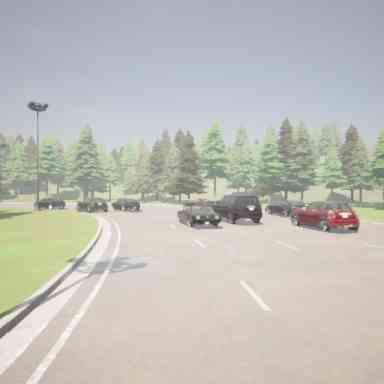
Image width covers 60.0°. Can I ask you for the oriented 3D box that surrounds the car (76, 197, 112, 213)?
[{"bbox_3d":[-11.310,1.352,37.463,2.097,1.767,4.553,0,0,-41],"label":"car"}]

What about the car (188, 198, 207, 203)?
[{"bbox_3d":[0.766,1.491,39.338,2.128,1.511,4.902,0,0,-32],"label":"car"}]

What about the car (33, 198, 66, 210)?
[{"bbox_3d":[-18.820,1.505,43.892,4.892,1.490,1.837,0,0,30],"label":"car"}]

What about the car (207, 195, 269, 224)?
[{"bbox_3d":[3.238,1.224,24.968,2.150,2.045,5.566,0,0,-16],"label":"car"}]

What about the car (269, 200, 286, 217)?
[{"bbox_3d":[8.658,1.492,30.914,2.128,1.511,4.902,0,0,-17],"label":"car"}]

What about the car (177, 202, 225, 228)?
[{"bbox_3d":[0.327,1.600,22.508,1.895,1.301,4.718,0,0,-15],"label":"car"}]

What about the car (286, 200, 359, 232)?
[{"bbox_3d":[7.965,1.352,20.367,2.097,1.767,4.553,0,0,-12],"label":"car"}]

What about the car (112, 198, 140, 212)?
[{"bbox_3d":[-7.924,1.504,38.977,1.837,1.490,4.892,0,0,-40],"label":"car"}]
